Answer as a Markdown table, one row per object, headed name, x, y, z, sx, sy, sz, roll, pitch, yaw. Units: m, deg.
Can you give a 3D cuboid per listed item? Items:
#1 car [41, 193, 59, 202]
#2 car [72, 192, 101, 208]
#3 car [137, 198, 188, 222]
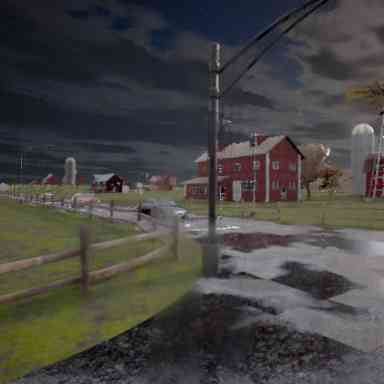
| name | x | y | z | sx | sy | sz | roll | pitch | yaw |
| --- | --- | --- | --- | --- | --- | --- | --- | --- | --- |
| car | -21.889 | 0.837 | 51.248 | 1.812 | 1.442 | 4.674 | 1 | 0 | -35 |
| car | -11.670 | 0.845 | 36.678 | 2.097 | 1.767 | 4.553 | 1 | 0 | -35 |
| car | -2.152 | 1.199 | 23.238 | 2.128 | 1.511 | 4.902 | 1 | 0 | -35 |
